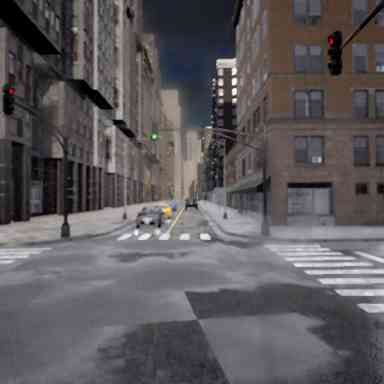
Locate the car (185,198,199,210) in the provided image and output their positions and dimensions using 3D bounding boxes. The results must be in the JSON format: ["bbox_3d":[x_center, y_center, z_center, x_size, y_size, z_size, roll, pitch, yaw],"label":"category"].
[{"bbox_3d":[-0.072,1.978,56.392,2.150,2.045,5.566,0,-1,0],"label":"car"}]

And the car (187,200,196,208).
[{"bbox_3d":[-0.082,2.410,66.780,1.812,1.442,4.674,0,-1,0],"label":"car"}]

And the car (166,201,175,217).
[{"bbox_3d":[-3.138,1.980,35.075,1.882,1.535,5.008,0,-1,0],"label":"car"}]

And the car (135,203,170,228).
[{"bbox_3d":[-3.123,1.868,25.533,2.128,1.511,4.902,0,-1,0],"label":"car"}]

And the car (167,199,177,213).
[{"bbox_3d":[-3.144,2.144,47.800,1.882,1.535,5.008,0,-1,0],"label":"car"}]
